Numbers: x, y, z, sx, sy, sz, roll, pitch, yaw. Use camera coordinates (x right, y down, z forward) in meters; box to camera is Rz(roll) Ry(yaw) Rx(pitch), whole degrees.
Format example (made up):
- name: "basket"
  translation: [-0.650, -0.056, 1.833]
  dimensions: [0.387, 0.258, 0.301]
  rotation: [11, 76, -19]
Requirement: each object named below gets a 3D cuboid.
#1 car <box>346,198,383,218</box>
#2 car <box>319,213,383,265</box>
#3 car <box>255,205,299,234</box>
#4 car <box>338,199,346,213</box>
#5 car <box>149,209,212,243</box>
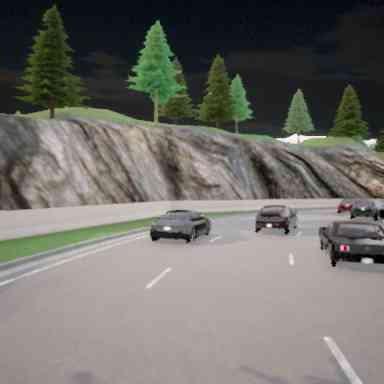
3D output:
- name: "car"
  translation: [15.397, 1.441, 28.810]
  dimensions: [2.097, 1.767, 4.553]
  rotation: [1, 0, 41]
- name: "car"
  translation: [5.492, 1.631, 11.405]
  dimensions: [1.895, 1.301, 4.718]
  rotation: [0, 0, 16]
- name: "car"
  translation: [5.070, 1.520, 19.709]
  dimensions: [1.837, 1.490, 4.892]
  rotation: [0, 0, 25]
- name: "car"
  translation: [17.543, 1.449, 35.648]
  dimensions: [4.553, 1.767, 2.097]
  rotation: [0, 0, -41]
- name: "car"
  translation: [-0.423, 1.538, 16.160]
  dimensions: [1.994, 1.385, 4.181]
  rotation: [0, 0, 19]
